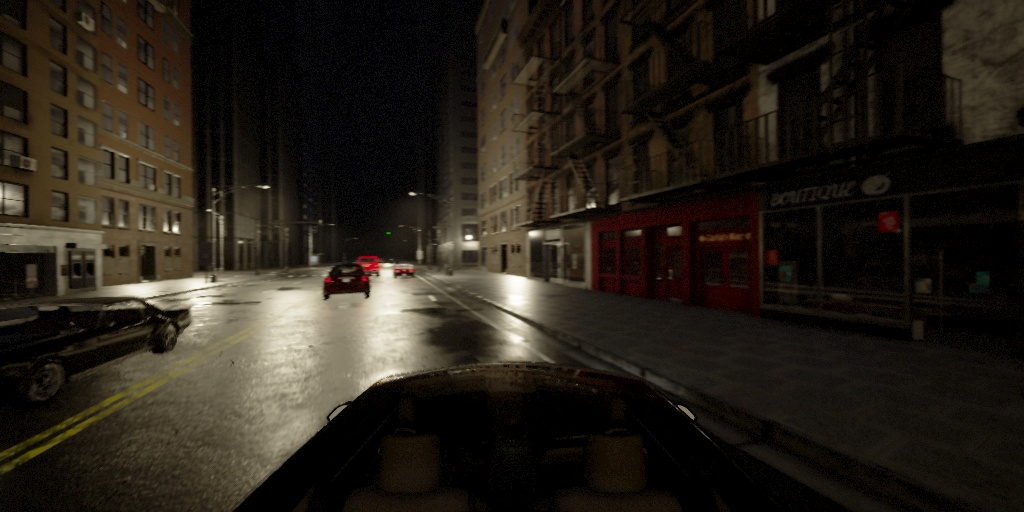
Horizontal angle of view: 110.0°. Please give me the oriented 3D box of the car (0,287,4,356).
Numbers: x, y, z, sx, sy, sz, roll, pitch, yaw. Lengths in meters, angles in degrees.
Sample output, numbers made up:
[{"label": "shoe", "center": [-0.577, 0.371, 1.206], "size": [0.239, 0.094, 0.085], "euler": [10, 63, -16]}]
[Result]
[{"label": "car", "center": [-10.825, 1.376, 5.067], "size": [1.812, 1.442, 4.674], "euler": [-1, 0, -19]}]

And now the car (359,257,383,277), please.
[{"label": "car", "center": [-14.457, 1.087, 36.228], "size": [2.150, 2.045, 5.566], "euler": [-1, 0, -19]}]

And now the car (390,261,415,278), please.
[{"label": "car", "center": [-10.637, 1.433, 35.125], "size": [1.895, 1.301, 4.718], "euler": [-1, 0, -19]}]

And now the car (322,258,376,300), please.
[{"label": "car", "center": [-8.467, 1.176, 18.814], "size": [2.097, 1.767, 4.553], "euler": [-1, 0, -19]}]

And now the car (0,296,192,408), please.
[{"label": "car", "center": [-7.738, 1.422, 6.081], "size": [1.895, 1.301, 4.718], "euler": [-1, 0, -19]}]
